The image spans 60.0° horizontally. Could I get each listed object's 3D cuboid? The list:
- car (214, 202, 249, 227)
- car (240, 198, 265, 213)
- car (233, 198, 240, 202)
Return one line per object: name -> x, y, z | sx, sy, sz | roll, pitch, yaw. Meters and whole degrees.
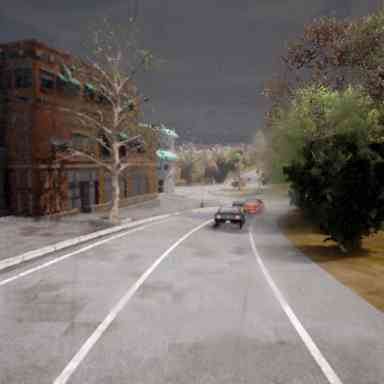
car -> 2.759, 1.637, 23.405 | 1.895, 1.301, 4.718 | 1, 0, 12
car -> 7.465, 1.534, 39.692 | 2.097, 1.767, 4.553 | 2, 0, 19
car -> 7.241, 1.588, 48.811 | 1.882, 1.535, 5.008 | 2, 1, 22
